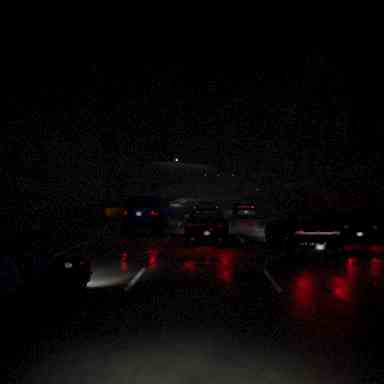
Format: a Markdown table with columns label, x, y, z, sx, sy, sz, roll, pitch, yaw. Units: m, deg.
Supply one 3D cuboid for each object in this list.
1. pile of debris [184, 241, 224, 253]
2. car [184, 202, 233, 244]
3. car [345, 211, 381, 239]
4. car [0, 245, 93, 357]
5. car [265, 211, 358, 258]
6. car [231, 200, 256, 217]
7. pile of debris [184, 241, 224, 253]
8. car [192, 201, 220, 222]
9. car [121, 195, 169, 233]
| label | x | y | z | sx | sy | sz | roll | pitch | yaw |
| --- | --- | --- | --- | --- | --- | --- | --- | --- | --- |
| pile of debris | 0.478 | 2.179 | 13.204 | 1.500 | 0.140 | 1.860 | 0 | 0 | 2 |
| car | 0.685 | 1.483 | 15.789 | 1.882 | 1.535 | 5.008 | 0 | 0 | 2 |
| car | 7.757 | 1.627 | 17.419 | 1.895 | 1.301 | 4.718 | 0 | 0 | 2 |
| car | -3.211 | 1.539 | 5.045 | 2.033 | 1.411 | 5.357 | 0 | 0 | 2 |
| car | 4.085 | 1.506 | 12.797 | 2.128 | 1.511 | 4.902 | 0 | 0 | 2 |
| car | 4.803 | 1.512 | 31.343 | 2.128 | 1.511 | 4.902 | 0 | 0 | 2 |
| pile of debris | 0.478 | 2.179 | 13.204 | 1.500 | 0.140 | 1.860 | 0 | 0 | 2 |
| car | 1.146 | 1.555 | 27.465 | 2.033 | 1.411 | 5.357 | 0 | 0 | 2 |
| car | -2.655 | 1.218 | 19.873 | 2.150 | 2.045 | 5.566 | 0 | 0 | 2 |
